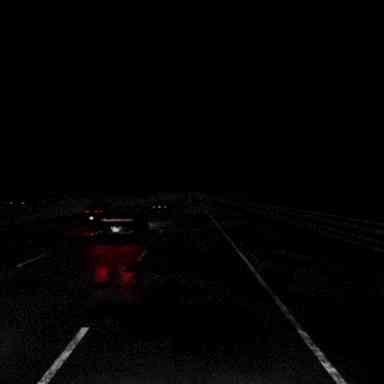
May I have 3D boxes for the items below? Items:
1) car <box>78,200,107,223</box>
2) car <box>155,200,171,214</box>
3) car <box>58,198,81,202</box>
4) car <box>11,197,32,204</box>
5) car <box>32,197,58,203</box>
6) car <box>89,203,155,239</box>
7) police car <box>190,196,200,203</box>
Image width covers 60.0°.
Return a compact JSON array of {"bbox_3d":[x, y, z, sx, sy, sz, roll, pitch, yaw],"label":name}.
[{"bbox_3d":[-6.893,1.518,25.231,1.837,1.490,4.892,0,0,0],"label":"car"},{"bbox_3d":[-3.388,1.643,37.217,2.033,1.411,5.357,0,0,0],"label":"car"},{"bbox_3d":[-17.538,1.696,49.078,1.837,1.490,4.892,0,0,0],"label":"car"},{"bbox_3d":[-24.535,1.541,48.731,2.097,1.767,4.553,0,-1,0],"label":"car"},{"bbox_3d":[-21.037,1.669,48.924,1.882,1.535,5.008,0,0,1],"label":"car"},{"bbox_3d":[-3.394,1.478,17.233,2.128,1.511,4.902,0,0,0],"label":"car"},{"bbox_3d":[1.073,2.060,89.210,1.930,1.638,5.238,0,-1,0],"label":"police car"}]
